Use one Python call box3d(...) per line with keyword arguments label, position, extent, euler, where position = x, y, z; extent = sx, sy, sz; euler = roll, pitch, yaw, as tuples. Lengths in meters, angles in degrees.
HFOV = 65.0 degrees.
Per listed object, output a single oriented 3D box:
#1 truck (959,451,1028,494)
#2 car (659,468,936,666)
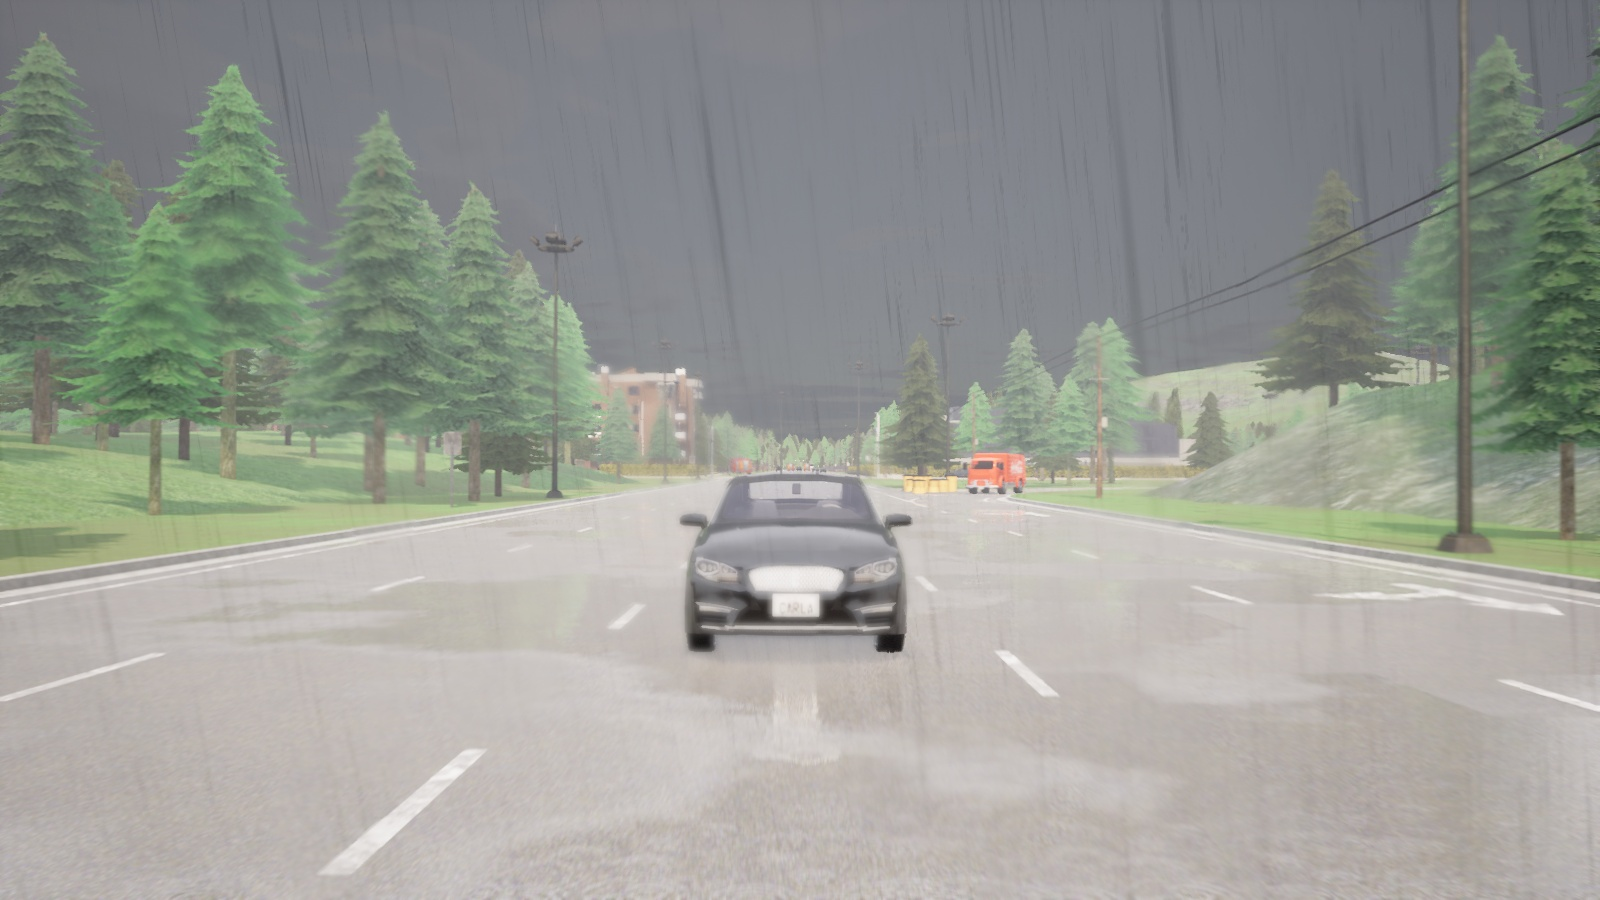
box3d(label="truck", position=(11.820, 1.355, 76.371), extent=(2.627, 2.467, 5.204), euler=(-1, -1, 27))
box3d(label="car", position=(-0.029, 0.939, 12.123), extent=(2.128, 1.511, 4.902), euler=(0, -1, 0))
